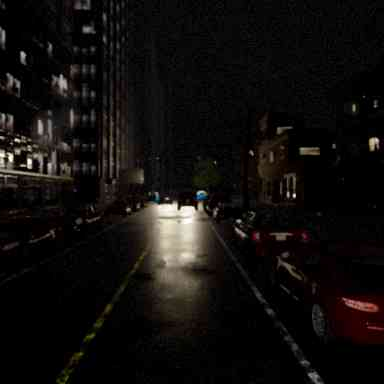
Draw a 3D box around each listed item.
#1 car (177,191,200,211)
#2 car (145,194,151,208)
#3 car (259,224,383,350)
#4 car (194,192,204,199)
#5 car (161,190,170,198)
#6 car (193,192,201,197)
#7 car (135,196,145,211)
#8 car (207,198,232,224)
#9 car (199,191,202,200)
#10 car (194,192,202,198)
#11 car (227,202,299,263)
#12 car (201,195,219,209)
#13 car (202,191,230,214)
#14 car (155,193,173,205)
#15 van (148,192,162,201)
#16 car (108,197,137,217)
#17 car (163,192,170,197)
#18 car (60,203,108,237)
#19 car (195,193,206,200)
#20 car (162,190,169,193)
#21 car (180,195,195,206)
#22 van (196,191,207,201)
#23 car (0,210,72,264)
[{"bbox_3d":[-0.461,0.905,36.124,2.150,2.045,5.566,0,1,-1],"label":"car"},{"bbox_3d":[-6.287,1.220,39.150,1.887,1.381,4.507,1,1,-1],"label":"car"},{"bbox_3d":[2.628,1.522,6.010,1.802,1.307,4.206,0,0,-1],"label":"car"},{"bbox_3d":[1.556,0.753,72.557,1.967,1.590,4.097,1,1,-1],"label":"car"},{"bbox_3d":[-7.090,0.481,89.055,2.192,1.841,5.009,1,1,-1],"label":"car"},{"bbox_3d":[1.287,0.719,89.195,1.802,1.307,4.206,1,1,-1],"label":"car"},{"bbox_3d":[-6.198,1.309,33.605,1.802,1.307,4.206,1,1,-1],"label":"car"},{"bbox_3d":[2.361,1.349,22.648,2.008,1.369,4.403,1,0,-1],"label":"car"},{"bbox_3d":[2.184,1.012,33.738,2.192,1.841,5.009,1,1,-1],"label":"car"},{"bbox_3d":[1.376,0.741,83.650,1.887,1.381,4.507,1,1,-1],"label":"car"},{"bbox_3d":[2.540,1.334,11.557,1.967,1.590,4.097,0,0,-1],"label":"car"},{"bbox_3d":[2.090,1.169,39.456,1.752,1.417,4.829,1,1,-1],"label":"car"},{"bbox_3d":[2.273,1.063,28.190,2.192,1.841,5.009,1,1,-1],"label":"car"},{"bbox_3d":[-3.738,1.180,47.299,1.994,1.385,4.181,0,1,-1],"label":"car"},{"bbox_3d":[-6.553,0.853,55.785,1.690,1.788,3.998,1,1,-1],"label":"van"},{"bbox_3d":[-6.109,1.360,28.057,1.802,1.307,4.206,1,0,-1],"label":"car"},{"bbox_3d":[-7.179,0.633,94.432,1.752,1.417,4.829,1,1,-1],"label":"car"},{"bbox_3d":[-5.928,1.316,16.966,1.967,1.590,4.097,1,0,-1],"label":"car"},{"bbox_3d":[1.645,0.936,67.014,1.947,1.339,4.313,1,1,-1],"label":"car"},{"bbox_3d":[-7.003,0.808,83.513,1.802,1.307,4.206,1,1,-1],"label":"car"},{"bbox_3d":[-0.641,1.123,47.415,2.033,1.411,5.357,0,1,-1],"label":"car"},{"bbox_3d":[1.736,0.768,61.466,1.690,1.788,3.998,1,1,-1],"label":"van"},{"bbox_3d":[-5.840,1.505,11.423,1.802,1.307,4.206,1,0,-1],"label":"car"}]
